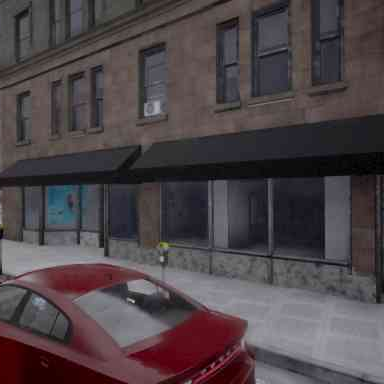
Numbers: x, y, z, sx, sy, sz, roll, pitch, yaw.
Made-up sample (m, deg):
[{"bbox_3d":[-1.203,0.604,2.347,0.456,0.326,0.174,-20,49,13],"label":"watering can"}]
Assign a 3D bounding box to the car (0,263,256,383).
[{"bbox_3d":[-1.497,1.545,3.933,4.507,1.381,1.887,0,0,36],"label":"car"}]
